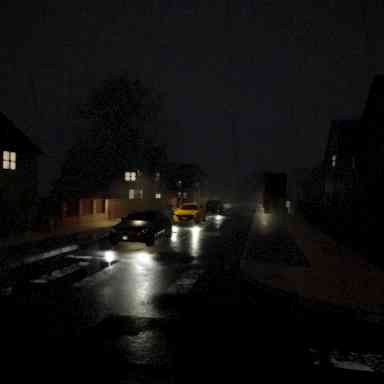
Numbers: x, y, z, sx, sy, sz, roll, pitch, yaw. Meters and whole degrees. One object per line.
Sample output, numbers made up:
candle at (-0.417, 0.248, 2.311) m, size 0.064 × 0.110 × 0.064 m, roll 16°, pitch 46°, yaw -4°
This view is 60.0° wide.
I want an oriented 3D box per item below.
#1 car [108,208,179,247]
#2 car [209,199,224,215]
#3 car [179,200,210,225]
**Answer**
car at (-2.208, 1.579, 15.624) m, size 1.812 × 1.442 × 4.674 m, roll 1°, pitch 0°, yaw 12°
car at (2.429, 1.643, 37.890) m, size 2.097 × 1.767 × 4.553 m, roll 1°, pitch 0°, yaw 12°
car at (-0.068, 1.628, 25.941) m, size 1.882 × 1.535 × 5.008 m, roll 1°, pitch 0°, yaw 11°
